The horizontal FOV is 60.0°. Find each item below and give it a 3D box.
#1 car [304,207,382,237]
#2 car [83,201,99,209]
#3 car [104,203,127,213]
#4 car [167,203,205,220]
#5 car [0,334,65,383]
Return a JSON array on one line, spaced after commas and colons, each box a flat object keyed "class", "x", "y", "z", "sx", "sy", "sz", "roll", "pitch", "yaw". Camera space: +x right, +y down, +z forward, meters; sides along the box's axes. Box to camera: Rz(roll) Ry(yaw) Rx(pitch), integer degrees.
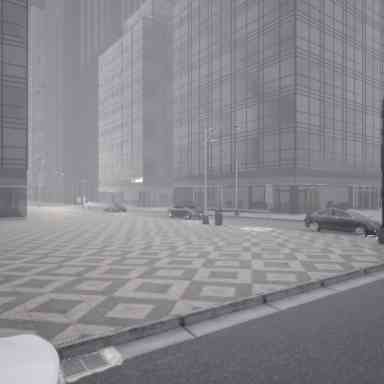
[{"class": "car", "x": 8.652, "y": 1.641, "z": 18.786, "sx": 1.837, "sy": 1.490, "sz": 4.892, "roll": 0, "pitch": -1, "yaw": -31}, {"class": "car", "x": -19.182, "y": 2.476, "z": 63.100, "sx": 1.812, "sy": 1.442, "sz": 4.674, "roll": 0, "pitch": -1, "yaw": -36}, {"class": "car", "x": -10.552, "y": 2.212, "z": 45.832, "sx": 1.994, "sy": 1.385, "sz": 4.181, "roll": 0, "pitch": -1, "yaw": -35}, {"class": "car", "x": -0.604, "y": 1.889, "z": 32.048, "sx": 1.837, "sy": 1.490, "sz": 4.892, "roll": 0, "pitch": -1, "yaw": -36}, {"class": "car", "x": -2.869, "y": 1.525, "z": 1.279, "sx": 4.674, "sy": 1.442, "sz": 1.812, "roll": 0, "pitch": 0, "yaw": -35}]
